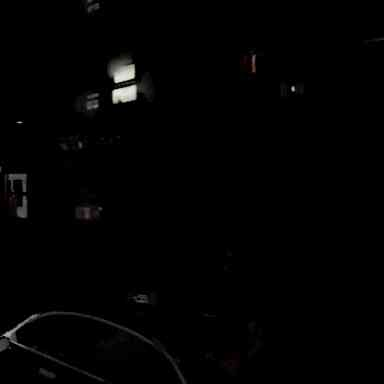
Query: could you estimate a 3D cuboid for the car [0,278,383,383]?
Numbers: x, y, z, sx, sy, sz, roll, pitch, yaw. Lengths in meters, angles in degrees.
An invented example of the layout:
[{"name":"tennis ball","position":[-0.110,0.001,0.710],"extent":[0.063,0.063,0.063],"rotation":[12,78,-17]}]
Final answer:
[{"name":"car","position":[-0.617,1.550,3.150],"extent":[4.403,1.369,2.008],"rotation":[0,1,36]}]
